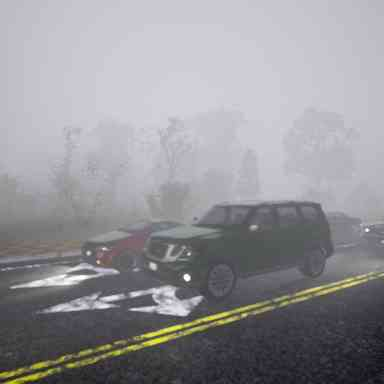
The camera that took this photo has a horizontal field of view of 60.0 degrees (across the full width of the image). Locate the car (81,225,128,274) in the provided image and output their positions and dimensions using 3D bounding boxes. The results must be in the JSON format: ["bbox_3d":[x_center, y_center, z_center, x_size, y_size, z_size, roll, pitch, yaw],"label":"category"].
[{"bbox_3d":[-1.335,1.579,10.710,4.181,1.385,1.994,0,0,-35],"label":"car"}]

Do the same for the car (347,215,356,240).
[{"bbox_3d":[6.194,1.601,16.071,5.357,1.411,2.033,0,0,-35],"label":"car"}]

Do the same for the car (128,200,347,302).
[{"bbox_3d":[1.425,1.242,8.687,5.566,2.045,2.150,0,0,-35],"label":"car"}]

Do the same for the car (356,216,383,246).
[{"bbox_3d":[9.376,1.662,14.348,4.718,1.301,1.895,0,0,-35],"label":"car"}]
